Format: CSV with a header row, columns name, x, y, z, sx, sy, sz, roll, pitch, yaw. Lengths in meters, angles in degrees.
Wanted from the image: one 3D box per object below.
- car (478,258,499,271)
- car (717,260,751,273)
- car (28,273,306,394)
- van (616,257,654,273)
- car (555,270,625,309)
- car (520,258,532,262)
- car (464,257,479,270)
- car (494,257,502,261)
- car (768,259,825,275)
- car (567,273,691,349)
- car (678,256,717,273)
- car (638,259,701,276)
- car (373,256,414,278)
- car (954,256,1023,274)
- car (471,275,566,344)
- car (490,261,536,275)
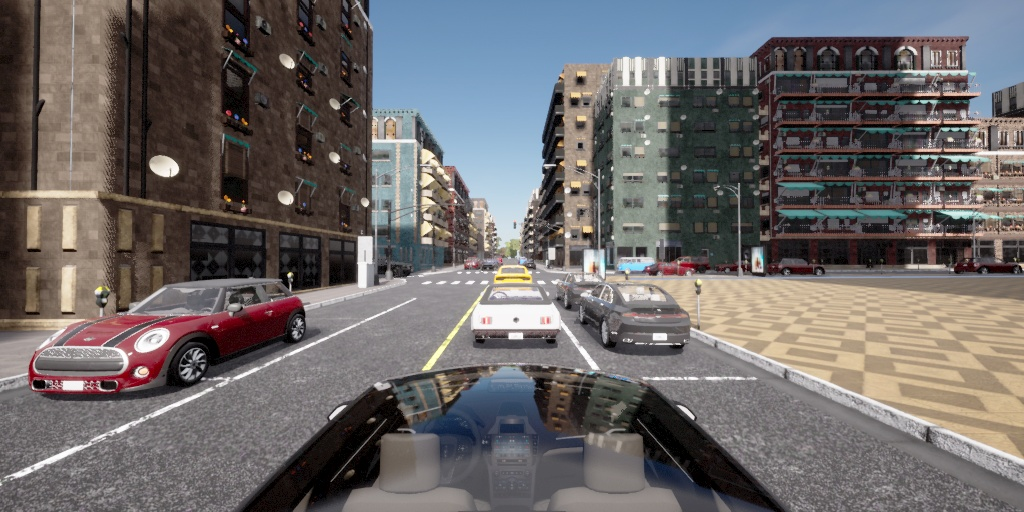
name,x,y,z,sx,sy,sz,roll,pitch,yaw
car,-3.228,1.368,50.455,1.895,1.301,4.718,0,0,1
car,24.739,1.165,39.550,4.507,1.381,1.888,0,0,0
car,-5.830,1.191,6.747,1.967,1.591,4.097,0,0,0
van,13.683,1.046,39.604,3.998,1.789,1.690,0,0,0
car,2.791,1.304,14.572,2.007,1.370,4.403,0,0,0
car,2.574,1.334,52.764,1.948,1.339,4.313,0,0,0
car,-5.807,1.083,52.785,2.192,1.841,5.009,0,0,0
car,-3.218,1.319,60.148,2.033,1.411,5.357,0,0,0
car,24.696,0.936,31.170,4.097,1.591,1.967,0,0,0
car,2.804,1.303,9.002,2.007,1.370,4.403,0,0,0
car,19.211,0.977,39.577,5.009,1.841,2.192,0,0,0
car,13.640,1.163,31.224,4.207,1.307,1.802,0,0,0
car,-12.068,1.038,33.614,5.566,2.045,2.150,-1,-1,5
car,41.277,0.812,31.089,4.097,1.591,1.967,0,0,0
car,0.081,1.353,9.585,1.895,1.301,4.718,0,0,0
car,0.053,1.233,19.038,1.882,1.535,5.008,0,0,0
